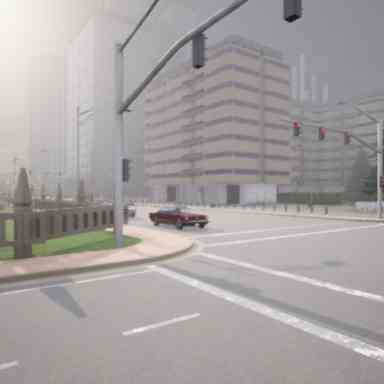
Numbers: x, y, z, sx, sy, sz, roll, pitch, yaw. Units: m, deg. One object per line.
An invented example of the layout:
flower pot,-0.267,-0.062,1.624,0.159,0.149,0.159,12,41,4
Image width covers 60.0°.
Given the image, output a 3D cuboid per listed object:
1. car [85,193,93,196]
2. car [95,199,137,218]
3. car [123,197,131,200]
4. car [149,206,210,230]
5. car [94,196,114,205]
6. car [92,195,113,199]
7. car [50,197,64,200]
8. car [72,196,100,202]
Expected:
car,-19.083,1.215,59.117,2.150,2.045,5.566,0,0,-35
car,-6.609,1.597,29.368,1.895,1.301,4.718,0,0,-35
car,-10.951,1.557,53.831,1.994,1.385,4.181,0,0,-35
car,-0.900,1.597,21.271,1.895,1.301,4.718,0,0,-34
car,-16.215,1.470,61.123,1.882,1.535,5.008,0,0,-35
car,-13.103,1.541,50.798,2.033,1.411,5.357,0,0,-35
car,-19.053,1.473,46.932,1.882,1.535,5.008,0,0,-35
car,-12.372,1.501,37.468,1.837,1.490,4.892,0,0,-36
